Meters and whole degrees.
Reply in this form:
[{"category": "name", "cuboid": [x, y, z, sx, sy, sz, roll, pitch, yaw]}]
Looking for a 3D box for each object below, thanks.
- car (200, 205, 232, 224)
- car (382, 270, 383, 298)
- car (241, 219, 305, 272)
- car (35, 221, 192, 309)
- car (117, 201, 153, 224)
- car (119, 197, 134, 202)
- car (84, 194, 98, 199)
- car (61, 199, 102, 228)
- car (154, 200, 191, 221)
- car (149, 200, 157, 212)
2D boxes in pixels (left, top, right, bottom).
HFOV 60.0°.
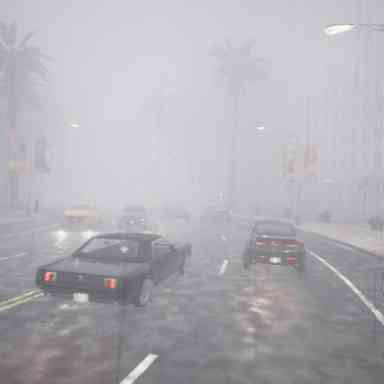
[{"category": "car", "cuboid": [2.068, 1.888, 28.690, 1.812, 1.442, 4.674, 2, -1, -13]}, {"category": "car", "cuboid": [4.803, 1.744, 5.711, 1.812, 1.442, 4.674, 2, -1, 15]}, {"category": "car", "cuboid": [2.774, 1.719, 11.815, 1.837, 1.490, 4.892, 2, -1, 10]}, {"category": "car", "cuboid": [-1.403, 1.637, 8.082, 1.895, 1.301, 4.718, 2, -1, 15]}, {"category": "car", "cuboid": [-3.799, 1.609, 22.324, 1.837, 1.490, 4.892, 2, -1, -5]}, {"category": "car", "cuboid": [-12.663, 1.711, 64.122, 2.231, 1.521, 4.892, 2, -1, -30]}, {"category": "car", "cuboid": [-27.526, 1.346, 89.457, 2.185, 1.767, 4.553, 2, -1, -30]}, {"category": "car", "cuboid": [-7.293, 1.464, 22.430, 1.882, 1.535, 5.008, 2, -1, -6]}, {"category": "car", "cuboid": [-1.614, 1.796, 29.662, 2.033, 1.411, 5.357, 2, -1, -16]}, {"category": "car", "cuboid": [-4.926, 1.768, 44.637, 1.882, 1.535, 5.008, 2, -1, -29]}]
